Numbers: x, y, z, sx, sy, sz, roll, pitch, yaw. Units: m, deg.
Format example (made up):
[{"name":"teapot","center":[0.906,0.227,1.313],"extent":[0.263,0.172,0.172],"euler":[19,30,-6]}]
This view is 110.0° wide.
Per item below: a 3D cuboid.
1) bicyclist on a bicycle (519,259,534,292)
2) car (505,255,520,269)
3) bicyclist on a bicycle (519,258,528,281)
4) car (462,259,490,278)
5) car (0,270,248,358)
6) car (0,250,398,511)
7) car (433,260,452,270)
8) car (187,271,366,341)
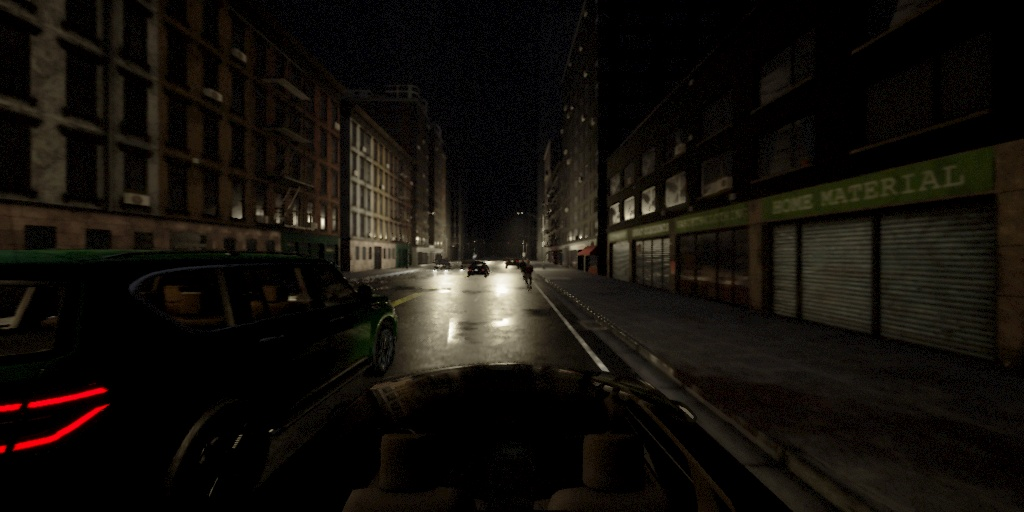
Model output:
[{"name":"bicyclist on a bicycle","center":[0.895,1.106,19.638],"extent":[0.659,1.776,1.843],"euler":[0,0,0]},{"name":"car","center":[0.071,0.927,56.502],"extent":[2.150,2.045,5.566],"euler":[0,1,0]},{"name":"bicyclist on a bicycle","center":[0.896,1.099,29.109],"extent":[0.659,1.776,1.843],"euler":[0,0,0]},{"name":"car","center":[-3.147,1.272,34.152],"extent":[2.033,1.411,5.357],"euler":[0,0,0]},{"name":"car","center":[-9.849,1.235,9.482],"extent":[2.128,1.511,4.902],"euler":[0,0,0]},{"name":"car","center":[-3.150,0.970,4.201],"extent":[2.150,2.045,5.566],"euler":[0,0,0]},{"name":"car","center":[-9.815,1.235,50.941],"extent":[1.812,1.442,4.674],"euler":[0,0,0]},{"name":"car","center":[-6.600,1.290,11.067],"extent":[2.033,1.411,5.357],"euler":[0,0,0]}]
